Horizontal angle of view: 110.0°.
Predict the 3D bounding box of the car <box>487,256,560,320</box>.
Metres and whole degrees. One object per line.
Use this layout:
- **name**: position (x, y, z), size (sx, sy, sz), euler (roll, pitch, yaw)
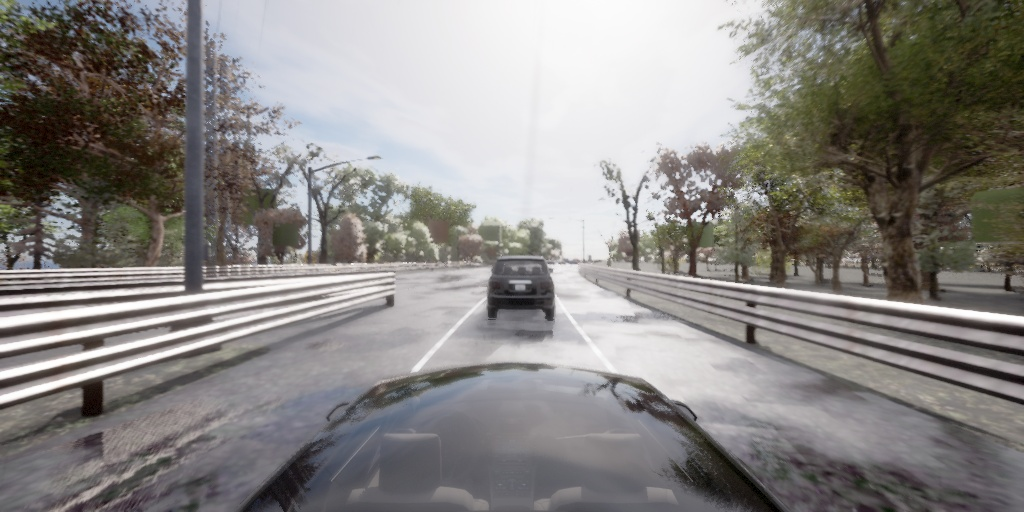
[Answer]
- **car**: position (0.358, 1.029, 13.151), size (2.150, 2.045, 5.566), euler (0, 0, 2)
